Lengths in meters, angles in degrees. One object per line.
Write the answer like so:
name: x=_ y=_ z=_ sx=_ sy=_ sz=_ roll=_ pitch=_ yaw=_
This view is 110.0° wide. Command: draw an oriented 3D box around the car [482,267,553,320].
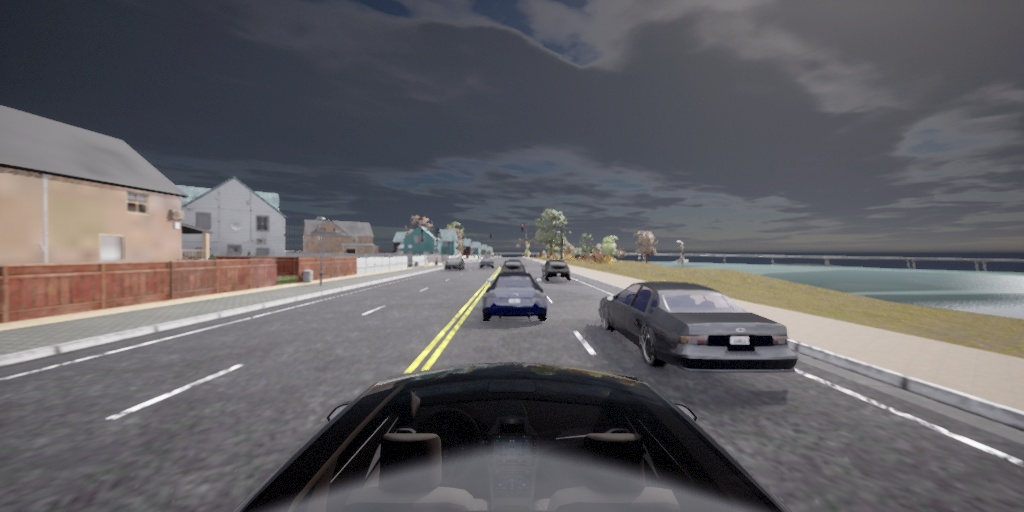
car: x=0.081 y=1.234 z=12.205 sx=1.994 sy=1.385 sz=4.181 roll=0 pitch=0 yaw=0

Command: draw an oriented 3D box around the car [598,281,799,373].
car: x=3.313 y=1.252 z=7.710 sx=2.033 sy=1.411 sz=5.357 roll=0 pitch=0 yaw=0

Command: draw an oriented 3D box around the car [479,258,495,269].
car: x=-3.320 y=0.967 z=48.026 sx=2.033 sy=1.411 sz=5.357 roll=0 pitch=0 yaw=0

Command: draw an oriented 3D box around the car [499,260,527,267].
car: x=0.081 y=1.061 z=27.838 sx=1.837 sy=1.490 sz=4.892 roll=0 pitch=0 yaw=0

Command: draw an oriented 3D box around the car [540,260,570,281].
car: x=3.331 y=1.061 z=27.840 sx=1.837 sy=1.490 sz=4.892 roll=0 pitch=0 yaw=0

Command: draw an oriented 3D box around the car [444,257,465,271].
car: x=-6.594 y=0.939 z=41.677 sx=1.882 sy=1.535 sz=5.008 roll=0 pitch=0 yaw=0
